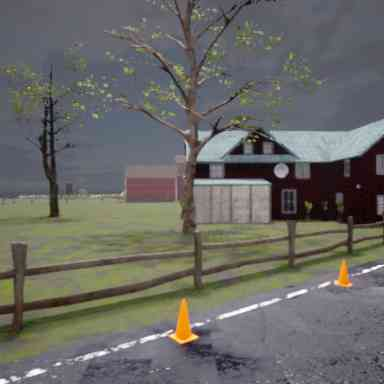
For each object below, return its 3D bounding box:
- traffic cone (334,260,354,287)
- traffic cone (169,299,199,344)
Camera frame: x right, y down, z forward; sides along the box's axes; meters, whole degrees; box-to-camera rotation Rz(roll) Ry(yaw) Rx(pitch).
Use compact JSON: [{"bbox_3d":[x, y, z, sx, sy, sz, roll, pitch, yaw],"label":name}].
[{"bbox_3d":[3.753,1.988,8.219,0.340,0.580,0.340,0,0,-39],"label":"traffic cone"},{"bbox_3d":[-0.123,1.975,5.195,0.340,0.580,0.340,0,0,-37],"label":"traffic cone"}]
